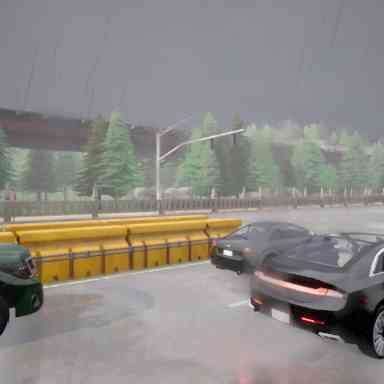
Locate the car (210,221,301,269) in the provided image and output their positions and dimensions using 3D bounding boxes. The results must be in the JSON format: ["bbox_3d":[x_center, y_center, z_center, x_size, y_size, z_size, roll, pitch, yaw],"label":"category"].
[{"bbox_3d":[2.572,1.564,9.860,4.181,1.385,1.994,0,0,-36],"label":"car"}]

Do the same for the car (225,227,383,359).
[{"bbox_3d":[3.181,1.492,5.999,4.902,1.511,2.128,0,0,-36],"label":"car"}]

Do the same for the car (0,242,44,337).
[{"bbox_3d":[-5.055,1.221,4.447,5.566,2.045,2.150,0,0,-35],"label":"car"}]
